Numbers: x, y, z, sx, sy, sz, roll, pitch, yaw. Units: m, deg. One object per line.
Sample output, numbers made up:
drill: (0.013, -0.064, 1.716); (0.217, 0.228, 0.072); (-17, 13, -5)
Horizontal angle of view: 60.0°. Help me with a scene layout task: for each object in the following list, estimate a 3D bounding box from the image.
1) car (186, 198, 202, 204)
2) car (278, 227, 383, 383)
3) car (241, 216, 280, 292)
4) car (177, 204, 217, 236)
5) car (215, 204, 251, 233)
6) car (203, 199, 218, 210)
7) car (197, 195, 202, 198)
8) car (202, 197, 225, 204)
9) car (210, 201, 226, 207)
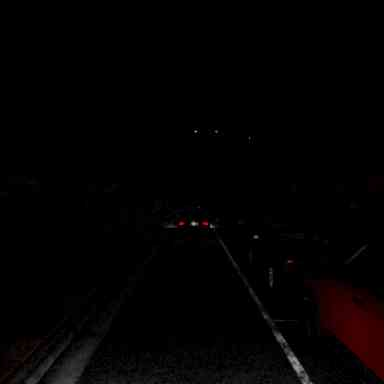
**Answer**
car: (0.075, 1.687, 36.909); (2.033, 1.411, 5.357); (0, 0, 0)
car: (2.665, 1.338, 3.336); (2.192, 1.841, 5.009); (2, 0, 0)
car: (2.657, 1.600, 8.892); (1.887, 1.381, 4.507); (2, 0, 0)
car: (0.082, 1.643, 19.183); (2.033, 1.411, 5.357); (0, 0, 0)
car: (2.653, 1.664, 20.004); (1.947, 1.339, 4.313); (2, 0, 0)
car: (2.638, 1.756, 47.775); (1.802, 1.307, 4.206); (2, 0, 0)
car: (2.632, 1.718, 69.990); (1.967, 1.590, 4.097); (2, 0, 0)
car: (2.653, 1.455, 36.669); (2.192, 1.841, 5.009); (2, 0, 0)
car: (2.651, 1.679, 25.560); (1.947, 1.339, 4.313); (2, 0, 0)
